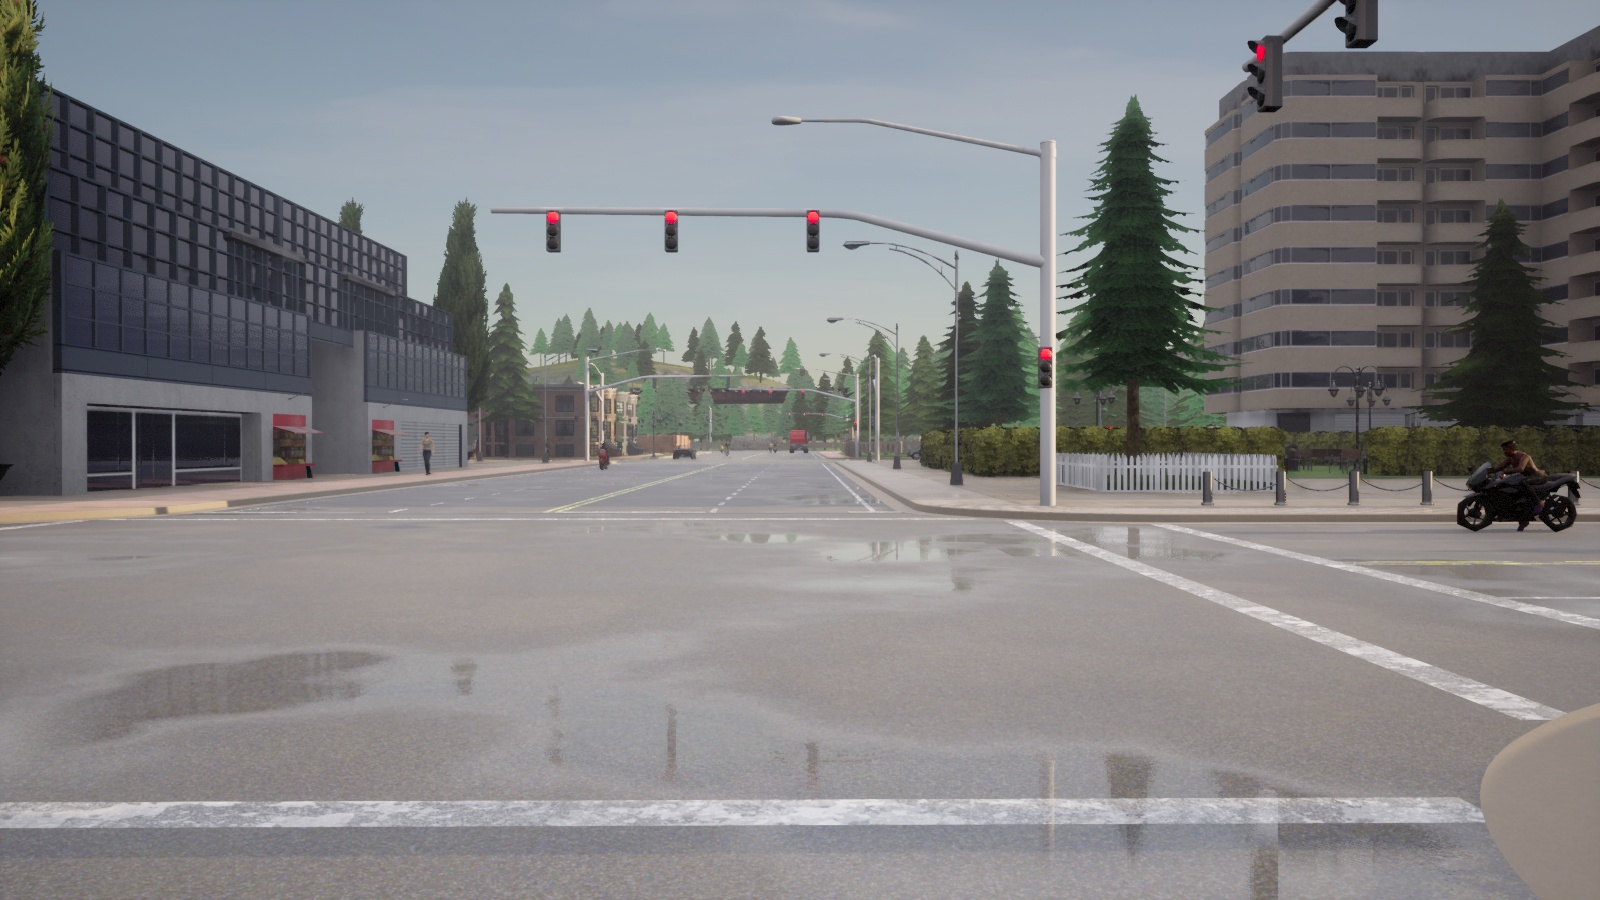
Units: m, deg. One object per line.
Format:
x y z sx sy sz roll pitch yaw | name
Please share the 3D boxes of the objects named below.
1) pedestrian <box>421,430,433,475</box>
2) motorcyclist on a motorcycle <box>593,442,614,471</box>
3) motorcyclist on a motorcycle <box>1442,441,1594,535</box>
-15.552 0.097 52.344 0.345 1.836 0.594 0 0 0 | pedestrian
-10.667 0.336 68.123 0.797 1.523 2.044 0 0 0 | motorcyclist on a motorcycle
11.870 0.621 20.800 2.044 1.523 0.797 0 0 0 | motorcyclist on a motorcycle
